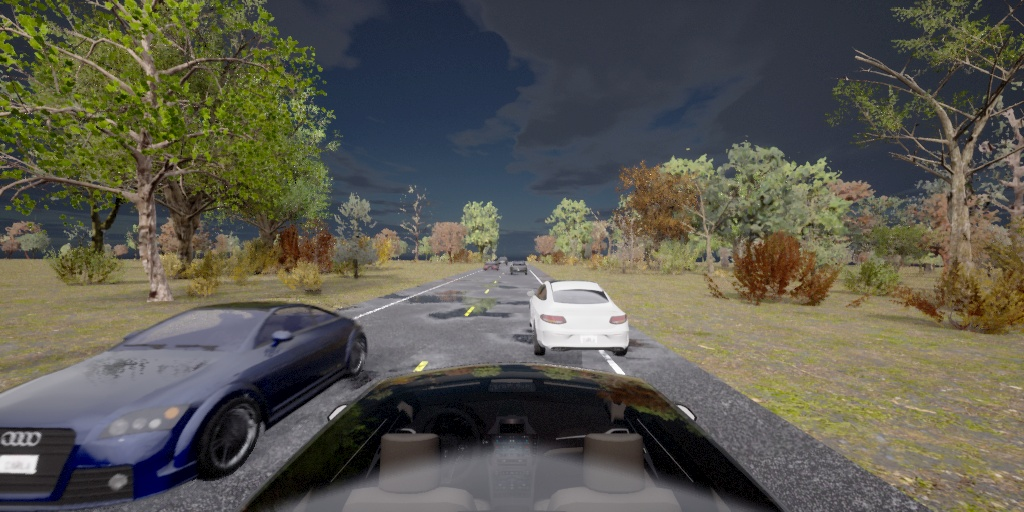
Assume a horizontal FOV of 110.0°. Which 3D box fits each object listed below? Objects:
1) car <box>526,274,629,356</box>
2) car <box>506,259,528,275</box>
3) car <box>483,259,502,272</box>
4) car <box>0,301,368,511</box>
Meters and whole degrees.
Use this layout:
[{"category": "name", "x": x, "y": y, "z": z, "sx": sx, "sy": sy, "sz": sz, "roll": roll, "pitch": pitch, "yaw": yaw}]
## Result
[{"category": "car", "x": 1.369, "y": 1.276, "z": 8.510, "sx": 1.812, "sy": 1.442, "sz": 4.674, "roll": 0, "pitch": 0, "yaw": 1}, {"category": "car", "x": 0.777, "y": 1.296, "z": 40.665, "sx": 2.128, "sy": 1.511, "sz": 4.902, "roll": 0, "pitch": 0, "yaw": 1}, {"category": "car", "x": -2.778, "y": 1.392, "z": 48.309, "sx": 1.994, "sy": 1.385, "sz": 4.181, "roll": 0, "pitch": 0, "yaw": 1}, {"category": "car", "x": -3.524, "y": 1.314, "z": 4.573, "sx": 1.994, "sy": 1.385, "sz": 4.181, "roll": 0, "pitch": 0, "yaw": 1}]
